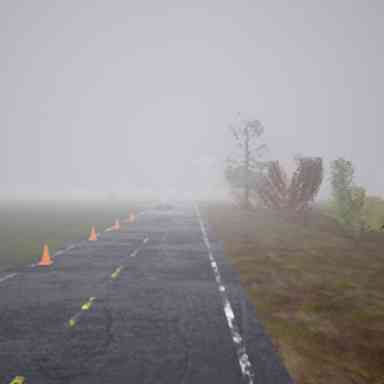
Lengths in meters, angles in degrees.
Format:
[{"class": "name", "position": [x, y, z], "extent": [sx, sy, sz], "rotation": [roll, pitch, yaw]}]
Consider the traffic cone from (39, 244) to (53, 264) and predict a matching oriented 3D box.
[{"class": "traffic cone", "position": [-4.551, 1.930, 10.374], "extent": [0.340, 0.580, 0.340], "rotation": [0, 0, 0]}]

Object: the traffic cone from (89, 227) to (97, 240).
[{"class": "traffic cone", "position": [-4.566, 1.914, 15.374], "extent": [0.340, 0.580, 0.340], "rotation": [0, 0, 0]}]

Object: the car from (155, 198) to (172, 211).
[{"class": "car", "position": [-3.410, 1.397, 39.674], "extent": [1.812, 1.442, 4.674], "rotation": [0, 0, -5]}]

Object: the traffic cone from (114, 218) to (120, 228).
[{"class": "traffic cone", "position": [-4.580, 1.898, 20.375], "extent": [0.340, 0.580, 0.340], "rotation": [0, 0, 0]}]
